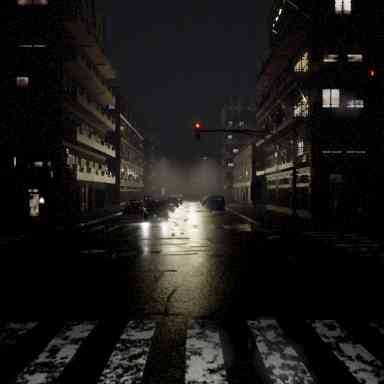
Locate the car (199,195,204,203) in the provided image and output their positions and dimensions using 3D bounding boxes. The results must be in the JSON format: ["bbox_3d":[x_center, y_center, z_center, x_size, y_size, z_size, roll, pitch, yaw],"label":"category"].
[{"bbox_3d":[2.619,1.550,54.239,1.947,1.339,4.313,0,0,0],"label":"car"}]

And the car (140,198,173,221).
[{"bbox_3d":[-2.812,1.519,27.390,1.812,1.442,4.674,0,0,-1],"label":"car"}]

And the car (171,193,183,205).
[{"bbox_3d":[-2.747,1.204,57.591,2.150,2.045,5.566,0,0,1],"label":"car"}]

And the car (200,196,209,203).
[{"bbox_3d":[2.632,1.520,70.983,1.887,1.381,4.507,0,0,0],"label":"car"}]

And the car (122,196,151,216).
[{"bbox_3d":[-5.414,1.432,31.920,1.967,1.590,4.097,0,0,0],"label":"car"}]

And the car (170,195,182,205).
[{"bbox_3d":[-2.795,1.512,46.948,1.812,1.442,4.674,0,0,0],"label":"car"}]

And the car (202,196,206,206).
[{"bbox_3d":[2.701,1.533,43.077,1.887,1.381,4.507,0,0,0],"label":"car"}]

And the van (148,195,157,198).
[{"bbox_3d":[-5.369,1.329,43.084,1.690,1.788,3.998,0,0,0],"label":"van"}]

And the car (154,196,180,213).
[{"bbox_3d":[-2.814,1.537,37.036,2.033,1.411,5.357,0,0,0],"label":"car"}]

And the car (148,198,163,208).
[{"bbox_3d":[-5.317,1.568,48.665,1.802,1.307,4.206,0,0,0],"label":"car"}]

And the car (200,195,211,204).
[{"bbox_3d":[2.627,1.419,65.401,1.967,1.590,4.097,0,0,0],"label":"car"}]

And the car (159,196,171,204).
[{"bbox_3d":[-5.253,1.523,65.409,1.887,1.381,4.507,0,0,0],"label":"car"}]

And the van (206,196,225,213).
[{"bbox_3d":[2.730,1.331,36.873,1.690,1.788,3.998,0,0,0],"label":"van"}]

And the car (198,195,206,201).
[{"bbox_3d":[2.648,1.527,87.728,1.947,1.339,4.313,0,0,0],"label":"car"}]

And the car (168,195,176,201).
[{"bbox_3d":[-5.233,1.512,87.735,2.008,1.369,4.403,0,0,0],"label":"car"}]
